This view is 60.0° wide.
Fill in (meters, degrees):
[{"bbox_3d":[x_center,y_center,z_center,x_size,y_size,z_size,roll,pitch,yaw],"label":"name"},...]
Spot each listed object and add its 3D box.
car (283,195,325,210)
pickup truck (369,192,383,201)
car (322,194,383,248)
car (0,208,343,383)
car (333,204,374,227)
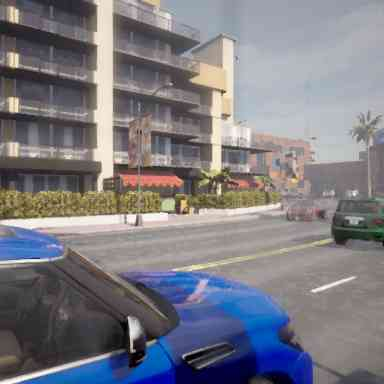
[{"bbox_3d":[9.212,1.393,26.636,2.097,1.767,4.553,0,0,37],"label":"car"},{"bbox_3d":[46.182,1.061,81.496,6.274,2.098,2.390,0,0,-36],"label":"pickup truck"},{"bbox_3d":[8.089,1.253,14.637,2.150,2.045,5.566,0,0,45],"label":"car"},{"bbox_3d":[-1.607,1.216,2.132,5.566,2.045,2.150,0,0,-35],"label":"car"},{"bbox_3d":[11.980,1.646,24.494,1.895,1.301,4.718,0,0,37],"label":"car"}]
